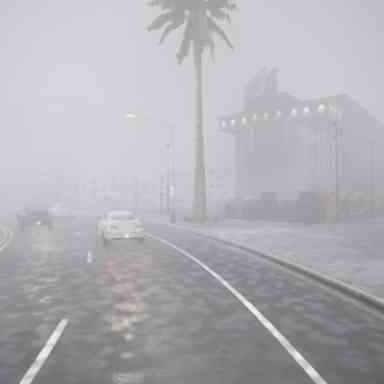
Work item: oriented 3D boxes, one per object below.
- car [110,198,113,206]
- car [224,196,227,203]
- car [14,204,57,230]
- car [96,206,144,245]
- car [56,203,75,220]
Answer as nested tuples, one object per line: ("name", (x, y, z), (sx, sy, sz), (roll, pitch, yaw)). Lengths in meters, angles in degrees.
("car", (-14.131, 1.680, 56.676), (4.553, 1.767, 2.185), (0, -1, 39))
("car", (6.062, 1.780, 54.848), (4.674, 1.452, 2.002), (0, -1, 39))
("car", (-10.784, 1.688, 22.583), (1.837, 1.490, 4.892), (1, -1, -33))
("car", (-3.591, 1.648, 16.314), (1.812, 1.442, 4.674), (0, -1, -21))
("car", (-12.200, 1.765, 30.209), (1.812, 1.442, 4.674), (0, -1, -41))
